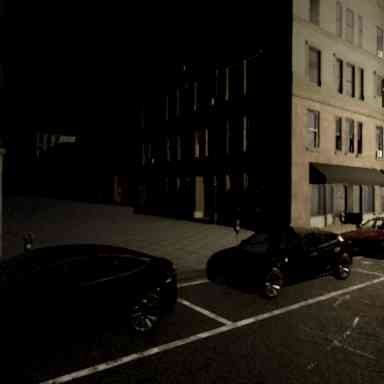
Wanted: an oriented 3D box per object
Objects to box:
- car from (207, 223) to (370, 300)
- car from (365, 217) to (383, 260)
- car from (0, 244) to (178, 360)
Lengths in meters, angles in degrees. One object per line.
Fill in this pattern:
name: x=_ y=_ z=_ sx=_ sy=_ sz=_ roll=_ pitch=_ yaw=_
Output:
car: x=2.389 y=1.568 z=8.459 sx=4.313 sy=1.339 sz=1.947 roll=0 pitch=1 yaw=-35
car: x=7.008 y=1.548 z=11.752 sx=4.507 sy=1.381 sz=1.887 roll=0 pitch=1 yaw=-35
car: x=-2.230 y=1.567 z=5.166 sx=4.313 sy=1.339 sz=1.947 roll=0 pitch=1 yaw=-35
